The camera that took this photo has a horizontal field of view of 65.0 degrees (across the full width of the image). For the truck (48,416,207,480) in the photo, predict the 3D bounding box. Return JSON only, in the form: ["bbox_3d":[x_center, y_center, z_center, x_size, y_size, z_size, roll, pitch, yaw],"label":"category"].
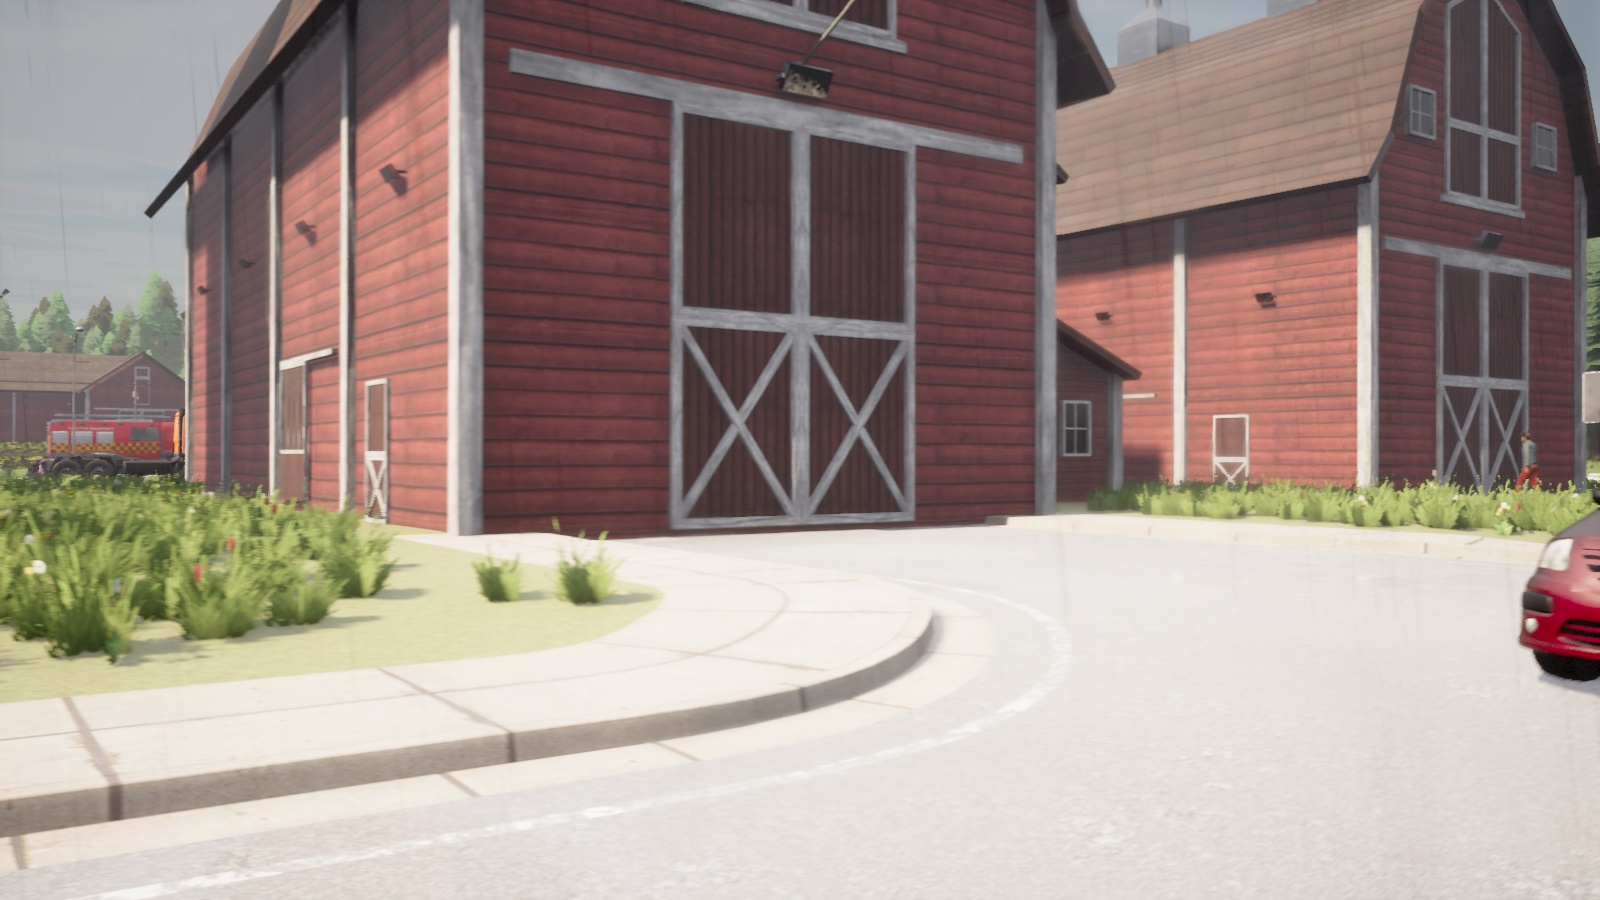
[{"bbox_3d":[-41.917,-0.111,78.443,8.468,3.827,2.891,0,0,-34],"label":"truck"}]

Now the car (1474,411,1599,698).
[{"bbox_3d":[6.286,0.590,8.028,3.988,1.617,1.851,0,1,-35],"label":"car"}]

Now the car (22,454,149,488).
[{"bbox_3d":[-32.709,0.938,57.541,4.902,1.511,2.128,0,0,-35],"label":"car"}]

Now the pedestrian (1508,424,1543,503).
[{"bbox_3d":[17.228,0.324,29.822,0.353,1.847,0.614,0,0,-24],"label":"pedestrian"}]

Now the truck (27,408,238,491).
[{"bbox_3d":[-29.436,-0.012,55.557,7.936,3.462,2.891,0,0,-35],"label":"truck"}]
